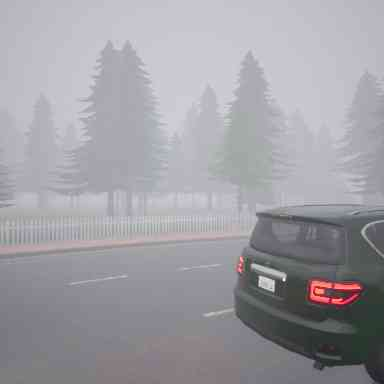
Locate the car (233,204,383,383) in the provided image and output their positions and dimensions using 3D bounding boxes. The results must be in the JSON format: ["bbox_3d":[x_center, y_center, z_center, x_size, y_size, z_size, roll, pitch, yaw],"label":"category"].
[{"bbox_3d":[3.305,1.222,5.349,5.566,2.045,2.150,0,0,-27],"label":"car"}]
